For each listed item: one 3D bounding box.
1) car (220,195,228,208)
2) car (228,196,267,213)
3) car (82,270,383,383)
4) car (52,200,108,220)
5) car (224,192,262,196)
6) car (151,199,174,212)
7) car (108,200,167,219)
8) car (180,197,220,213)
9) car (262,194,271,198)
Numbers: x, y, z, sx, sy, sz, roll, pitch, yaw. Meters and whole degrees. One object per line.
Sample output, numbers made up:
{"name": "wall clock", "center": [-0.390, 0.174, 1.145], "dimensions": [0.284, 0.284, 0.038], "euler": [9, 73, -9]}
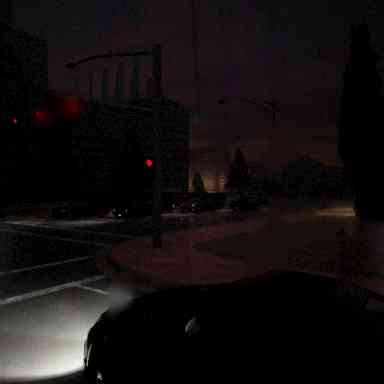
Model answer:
{"name": "car", "center": [2.331, 1.547, 44.664], "dimensions": [2.033, 1.411, 5.357], "euler": [0, 0, 36]}
{"name": "car", "center": [6.248, 1.491, 37.816], "dimensions": [2.128, 1.511, 4.902], "euler": [0, 0, 36]}
{"name": "car", "center": [0.785, 1.564, 3.441], "dimensions": [4.181, 1.385, 1.994], "euler": [0, 0, 35]}
{"name": "car", "center": [-9.444, 1.478, 28.478], "dimensions": [1.882, 1.535, 5.008], "euler": [0, 0, 36]}
{"name": "car", "center": [6.982, 1.222, 45.106], "dimensions": [2.150, 2.045, 5.566], "euler": [0, 0, 36]}
{"name": "car", "center": [-3.923, 1.505, 36.063], "dimensions": [1.837, 1.490, 4.892], "euler": [0, 0, 36]}
{"name": "car", "center": [-4.641, 1.601, 29.119], "dimensions": [1.895, 1.301, 4.718], "euler": [0, 0, 36]}
{"name": "car", "center": [0.679, 1.352, 36.447], "dimensions": [2.097, 1.767, 4.553], "euler": [0, 0, 36]}
{"name": "car", "center": [11.276, 1.565, 56.828], "dimensions": [1.994, 1.385, 4.181], "euler": [0, 0, 36]}
